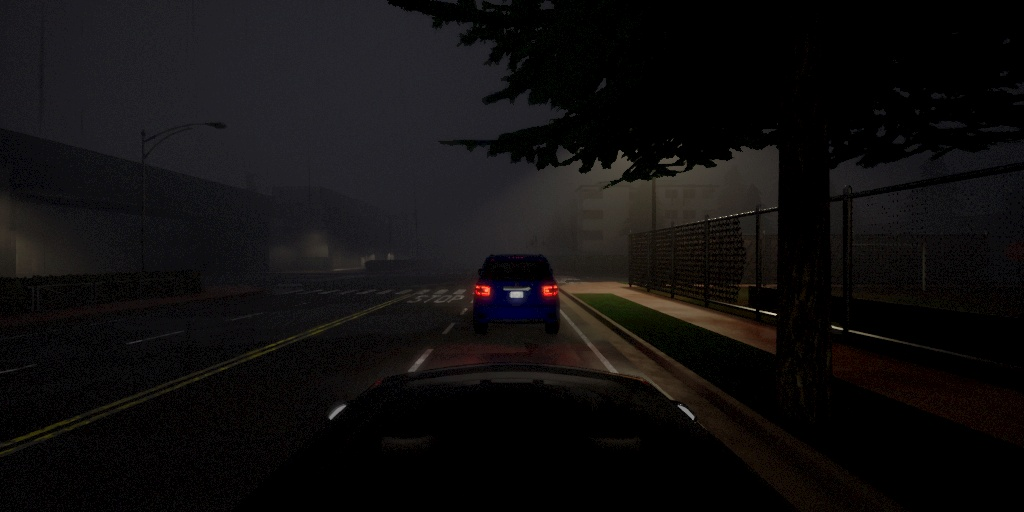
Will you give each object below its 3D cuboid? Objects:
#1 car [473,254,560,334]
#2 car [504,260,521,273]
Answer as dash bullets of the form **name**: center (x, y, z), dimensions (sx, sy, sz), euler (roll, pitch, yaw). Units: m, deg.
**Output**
- **car**: center (0.115, 0.972, 10.809), dimensions (2.150, 2.045, 5.566), euler (0, 0, 0)
- **car**: center (0.022, 1.242, 45.675), dimensions (2.128, 1.511, 4.902), euler (0, 0, 0)
